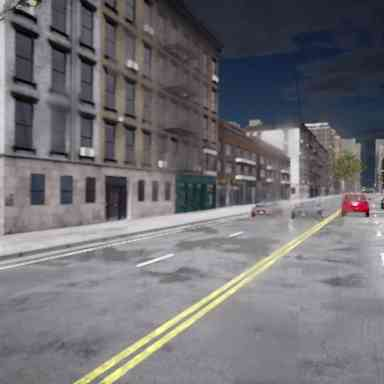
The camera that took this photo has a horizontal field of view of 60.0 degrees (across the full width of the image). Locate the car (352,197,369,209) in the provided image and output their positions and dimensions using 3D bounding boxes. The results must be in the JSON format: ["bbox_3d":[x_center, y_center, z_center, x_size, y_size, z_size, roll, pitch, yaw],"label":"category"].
[{"bbox_3d":[21.614,1.352,42.661,1.812,1.442,4.674,0,0,29],"label":"car"}]

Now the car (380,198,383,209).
[{"bbox_3d":[24.181,1.330,40.690,2.128,1.511,4.902,0,0,29],"label":"car"}]

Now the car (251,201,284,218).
[{"bbox_3d":[6.498,1.483,28.441,1.994,1.385,4.181,0,0,28],"label":"car"}]

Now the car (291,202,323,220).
[{"bbox_3d":[9.361,1.494,26.904,1.994,1.385,4.181,0,0,28],"label":"car"}]

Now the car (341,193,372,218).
[{"bbox_3d":[14.671,1.105,29.711,2.150,2.045,5.566,0,0,28],"label":"car"}]
